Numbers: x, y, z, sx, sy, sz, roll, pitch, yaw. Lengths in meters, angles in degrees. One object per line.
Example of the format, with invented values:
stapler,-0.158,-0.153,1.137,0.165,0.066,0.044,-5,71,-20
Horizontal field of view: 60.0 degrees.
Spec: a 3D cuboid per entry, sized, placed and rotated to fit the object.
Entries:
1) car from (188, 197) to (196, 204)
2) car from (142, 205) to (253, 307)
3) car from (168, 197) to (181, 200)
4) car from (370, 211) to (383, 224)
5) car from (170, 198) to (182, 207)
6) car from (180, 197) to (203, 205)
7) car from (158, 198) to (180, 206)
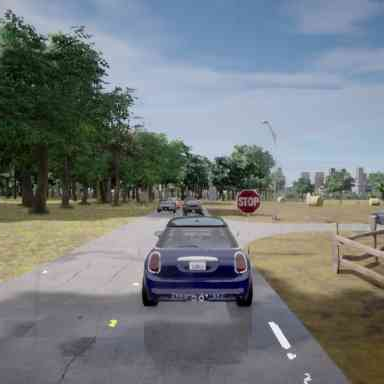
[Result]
car,0.043,1.922,77.921,1.837,1.490,4.892,0,-1,0
car,0.104,1.360,8.147,2.097,1.767,4.553,0,0,0
car,-2.808,1.509,48.287,2.097,1.767,4.553,0,0,0
car,14.898,1.656,23.559,4.181,1.385,1.994,0,-2,0
car,-2.783,1.740,58.660,1.837,1.490,4.892,0,0,0
car,0.045,1.571,33.644,1.837,1.490,4.892,-2,0,-2
car,-2.813,1.656,38.293,1.994,1.385,4.181,0,0,1
